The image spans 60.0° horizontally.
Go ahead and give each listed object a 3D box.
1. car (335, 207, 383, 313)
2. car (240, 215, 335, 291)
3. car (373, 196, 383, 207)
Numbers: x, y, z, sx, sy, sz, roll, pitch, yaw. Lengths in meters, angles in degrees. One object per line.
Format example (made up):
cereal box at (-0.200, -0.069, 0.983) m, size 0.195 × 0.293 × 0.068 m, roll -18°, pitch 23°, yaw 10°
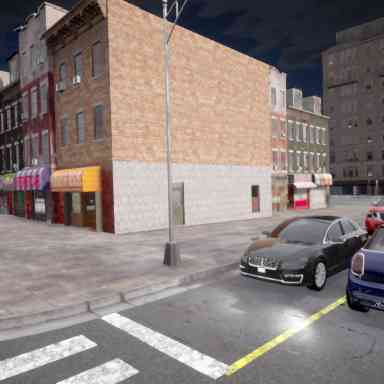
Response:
car at (4.867, 1.278, 6.616) m, size 4.553 × 1.767 × 2.097 m, roll -1°, pitch 1°, yaw -45°
car at (3.238, 1.430, 9.015) m, size 1.837 × 1.490 × 4.892 m, roll 0°, pitch 1°, yaw 45°
car at (10.298, 1.020, 16.059) m, size 2.150 × 2.045 × 5.566 m, roll 0°, pitch 1°, yaw 45°
